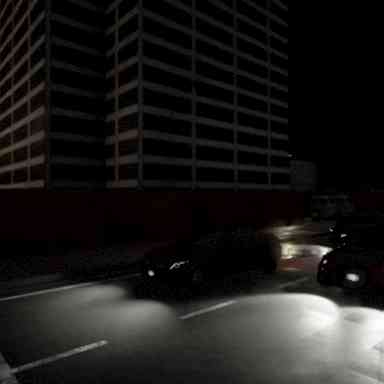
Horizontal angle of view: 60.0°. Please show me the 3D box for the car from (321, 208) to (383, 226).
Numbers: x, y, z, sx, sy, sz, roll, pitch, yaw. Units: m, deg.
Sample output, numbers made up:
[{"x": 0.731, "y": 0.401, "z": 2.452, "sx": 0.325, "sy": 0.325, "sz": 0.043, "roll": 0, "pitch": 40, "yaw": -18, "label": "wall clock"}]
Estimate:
[{"x": 8.537, "y": 1.707, "z": 16.291, "sx": 4.892, "sy": 1.490, "sz": 1.837, "roll": 0, "pitch": -1, "yaw": -41, "label": "car"}]

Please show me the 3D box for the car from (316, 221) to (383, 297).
[{"x": 4.963, "y": 1.670, "z": 8.511, "sx": 4.181, "sy": 1.385, "sz": 1.994, "roll": 1, "pitch": -1, "yaw": -41, "label": "car"}]

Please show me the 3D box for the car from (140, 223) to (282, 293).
[{"x": 0.760, "y": 1.659, "z": 9.454, "sx": 4.674, "sy": 1.442, "sz": 1.812, "roll": 1, "pitch": -1, "yaw": -42, "label": "car"}]
